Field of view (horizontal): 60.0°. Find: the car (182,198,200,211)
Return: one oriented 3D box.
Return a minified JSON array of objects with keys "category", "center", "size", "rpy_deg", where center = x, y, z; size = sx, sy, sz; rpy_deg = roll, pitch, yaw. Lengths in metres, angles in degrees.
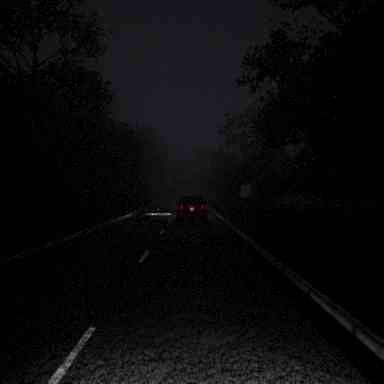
[{"category":"car","center":[-0.113,1.549,42.481],"size":[2.128,1.511,4.902],"rpy_deg":[0,0,0]}]

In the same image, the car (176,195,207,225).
[{"category":"car","center":[-0.023,1.259,24.847],"size":[2.150,2.045,5.566],"rpy_deg":[0,-1,0]}]

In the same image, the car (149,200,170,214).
[{"category":"car","center":[-3.529,1.619,36.676],"size":[1.994,1.385,4.181],"rpy_deg":[0,0,0]}]
